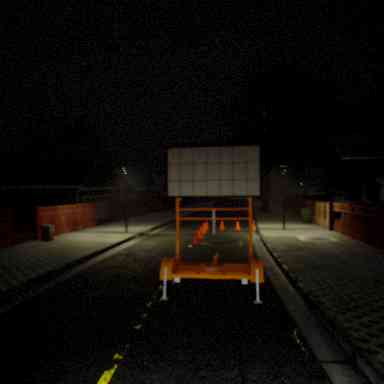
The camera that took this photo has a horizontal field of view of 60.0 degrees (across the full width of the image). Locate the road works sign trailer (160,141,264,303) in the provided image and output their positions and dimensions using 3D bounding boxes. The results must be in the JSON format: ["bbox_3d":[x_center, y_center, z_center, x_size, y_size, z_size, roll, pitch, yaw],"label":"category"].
[{"bbox_3d":[0.562,0.546,8.491,2.380,3.560,2.880,-1,0,8],"label":"road works sign trailer"}]
